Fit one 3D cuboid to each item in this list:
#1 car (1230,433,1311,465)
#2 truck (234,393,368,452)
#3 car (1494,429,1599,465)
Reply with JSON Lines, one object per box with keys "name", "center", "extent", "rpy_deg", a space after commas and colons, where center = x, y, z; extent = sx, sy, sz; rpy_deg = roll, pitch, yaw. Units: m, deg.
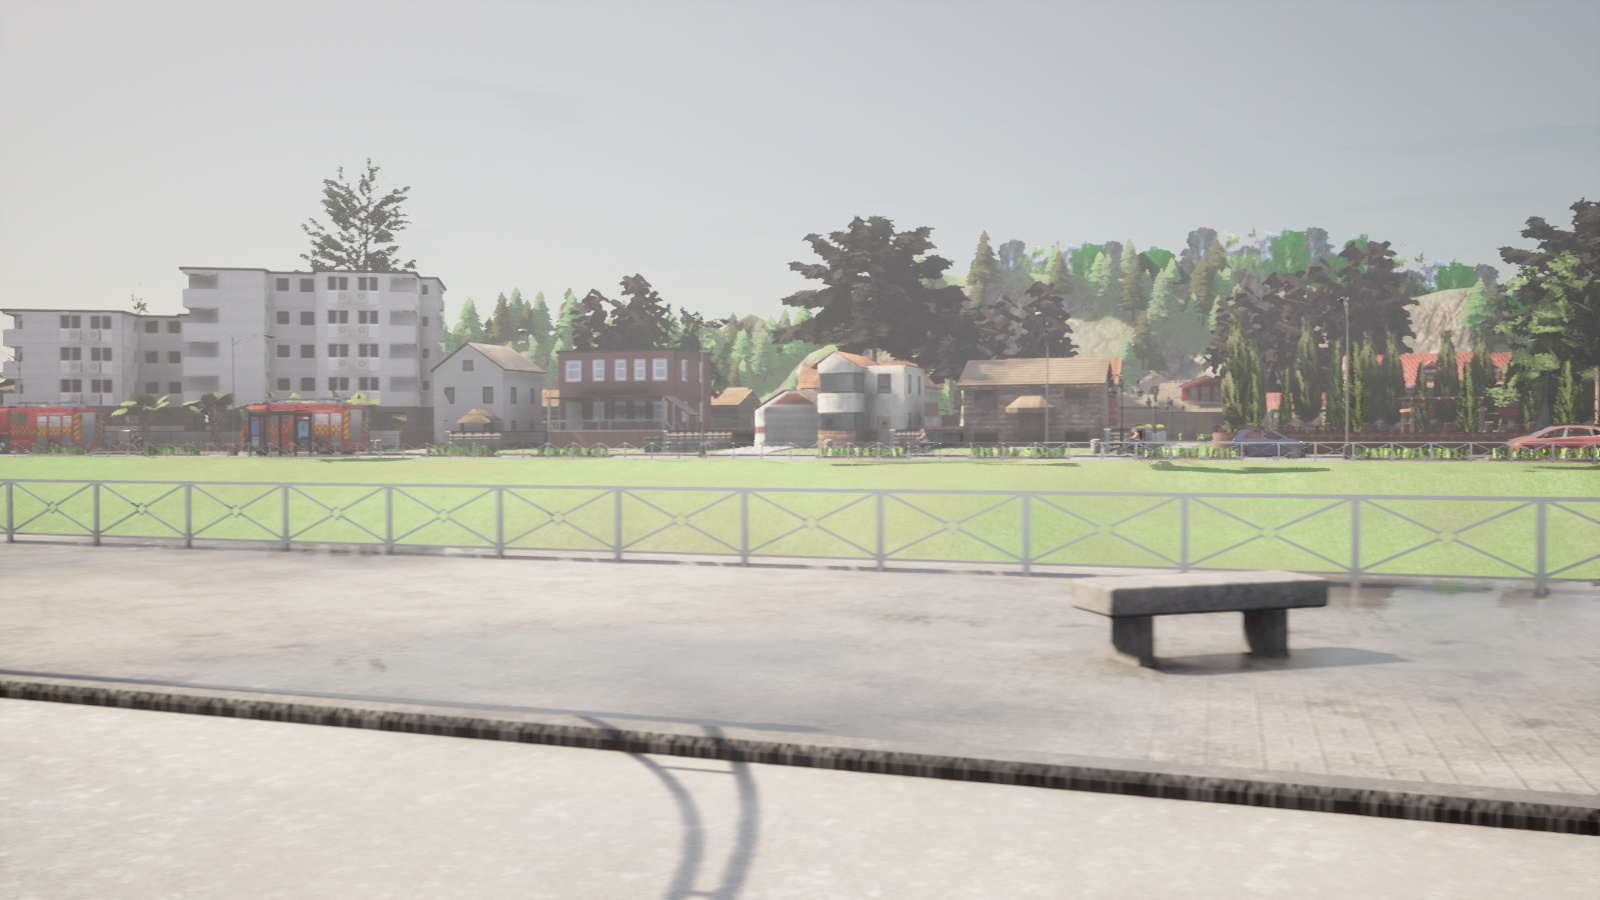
{"name": "car", "center": [22.857, -0.052, 61.109], "extent": [3.633, 1.501, 1.845], "rpy_deg": [1, 1, 19]}
{"name": "truck", "center": [-33.513, -1.814, 84.290], "extent": [8.468, 3.827, 2.891], "rpy_deg": [1, 1, 19]}
{"name": "car", "center": [36.409, -0.165, 60.765], "extent": [4.611, 1.667, 2.242], "rpy_deg": [1, 1, 19]}
